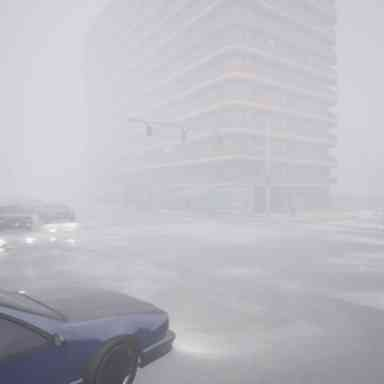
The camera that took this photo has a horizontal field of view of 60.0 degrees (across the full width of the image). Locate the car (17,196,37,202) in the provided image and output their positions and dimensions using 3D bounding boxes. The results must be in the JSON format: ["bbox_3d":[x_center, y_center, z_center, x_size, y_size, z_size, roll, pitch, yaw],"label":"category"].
[{"bbox_3d":[-15.393,1.407,32.441,1.882,1.535,5.008,0,0,-35],"label":"car"}]

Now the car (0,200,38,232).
[{"bbox_3d":[-10.713,1.477,19.688,1.837,1.490,4.892,0,0,-35],"label":"car"}]

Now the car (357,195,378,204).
[{"bbox_3d":[30.140,1.159,54.474,2.033,1.411,5.357,0,0,-12],"label":"car"}]

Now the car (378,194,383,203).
[{"bbox_3d":[33.552,1.073,55.216,1.882,1.535,5.008,0,0,-12],"label":"car"}]

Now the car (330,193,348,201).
[{"bbox_3d":[27.075,1.001,64.696,1.882,1.535,5.008,0,0,-26],"label":"car"}]

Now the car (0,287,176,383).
[{"bbox_3d":[-2.568,1.545,2.862,2.033,1.411,5.357,0,0,42],"label":"car"}]

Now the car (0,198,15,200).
[{"bbox_3d":[-15.854,1.481,27.032,1.812,1.442,4.674,0,0,-35],"label":"car"}]

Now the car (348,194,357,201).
[{"bbox_3d":[30.671,1.027,65.232,1.994,1.385,4.181,0,0,-26],"label":"car"}]

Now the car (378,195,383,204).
[{"bbox_3d":[26.835,1.166,43.447,2.128,1.511,4.902,0,0,7],"label":"car"}]

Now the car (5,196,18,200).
[{"bbox_3d":[-21.030,1.263,40.505,2.097,1.767,4.553,0,0,-35],"label":"car"}]

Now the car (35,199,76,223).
[{"bbox_3d":[-10.231,1.509,25.092,1.994,1.385,4.181,0,0,-35],"label":"car"}]
